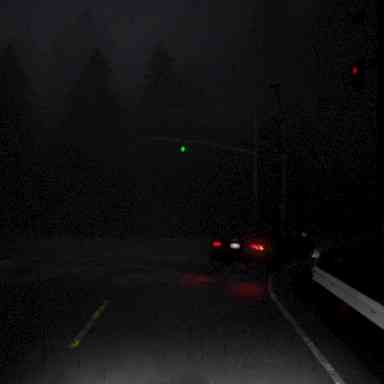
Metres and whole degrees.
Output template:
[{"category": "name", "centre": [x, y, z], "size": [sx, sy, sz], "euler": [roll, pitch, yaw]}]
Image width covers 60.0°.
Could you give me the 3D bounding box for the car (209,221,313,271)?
[{"category": "car", "centre": [2.569, 1.671, 11.220], "size": [2.033, 1.411, 5.357], "euler": [-2, -4, 33]}]
